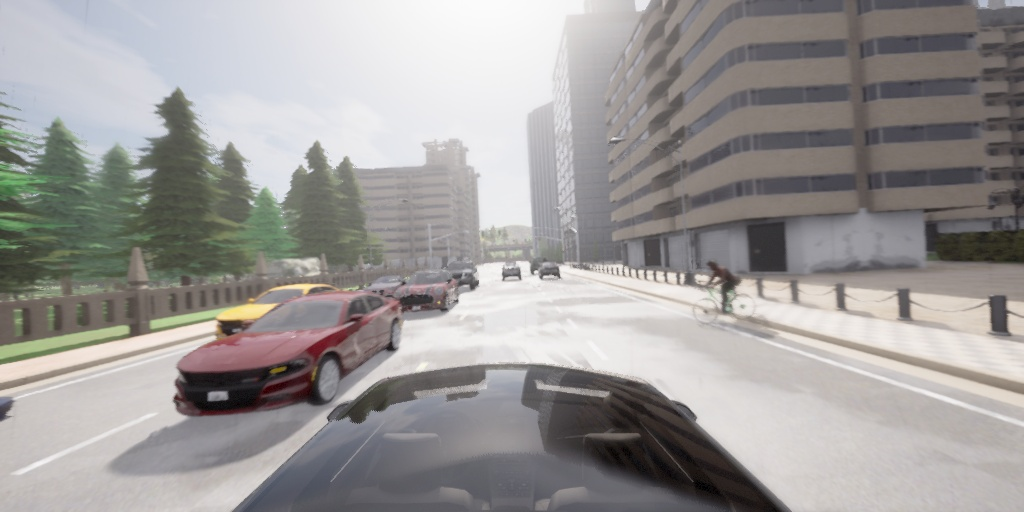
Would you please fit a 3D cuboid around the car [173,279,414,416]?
[{"bbox_3d":[-3.619,1.461,6.889,1.882,1.535,5.008,-3,0,0],"label":"car"}]

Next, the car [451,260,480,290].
[{"bbox_3d":[-3.659,1.364,26.436,2.150,2.045,5.566,-3,0,0],"label":"car"}]

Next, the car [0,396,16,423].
[{"bbox_3d":[-7.099,1.677,1.956,2.033,1.411,5.357,-3,0,0],"label":"car"}]

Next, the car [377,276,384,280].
[{"bbox_3d":[-7.132,1.849,20.995,1.994,1.385,4.181,-3,0,0],"label":"car"}]

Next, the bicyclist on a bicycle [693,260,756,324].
[{"bbox_3d":[5.435,0.910,9.281,1.656,1.620,0.582,-7,0,0],"label":"bicyclist on a bicycle"}]

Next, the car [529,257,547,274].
[{"bbox_3d":[3.397,1.143,45.140,2.150,2.045,5.566,-3,0,0],"label":"car"}]

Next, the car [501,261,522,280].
[{"bbox_3d":[-0.022,1.512,35.093,2.128,1.511,4.902,-3,0,0],"label":"car"}]

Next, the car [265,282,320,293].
[{"bbox_3d":[-7.124,1.687,11.776,1.882,1.535,5.008,-3,0,0],"label":"car"}]

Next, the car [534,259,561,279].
[{"bbox_3d":[3.467,1.331,34.006,1.837,1.490,4.892,-3,0,1],"label":"car"}]

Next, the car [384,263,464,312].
[{"bbox_3d":[-3.641,1.409,15.841,2.097,1.767,4.553,-3,0,0],"label":"car"}]
